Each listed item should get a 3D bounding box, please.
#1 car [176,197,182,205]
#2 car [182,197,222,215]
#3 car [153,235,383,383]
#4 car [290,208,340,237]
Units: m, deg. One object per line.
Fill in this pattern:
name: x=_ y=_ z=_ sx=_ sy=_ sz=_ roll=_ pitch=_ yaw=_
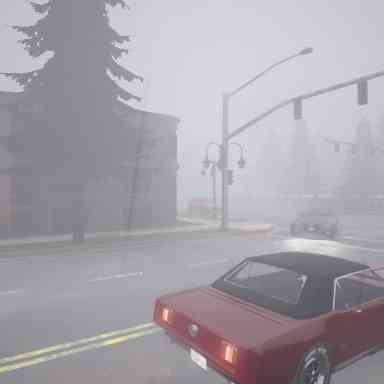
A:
car: x=-3.374 y=1.526 z=60.065 sx=1.812 sy=1.442 sz=4.674 roll=0 pitch=0 yaw=-33
car: x=1.368 y=1.351 z=33.437 sx=2.097 sy=1.767 sz=4.553 roll=0 pitch=0 yaw=-33
car: x=1.919 y=1.601 z=5.001 sx=4.718 sy=1.301 sz=1.895 roll=0 pitch=0 yaw=-34
car: x=6.616 y=1.564 z=17.494 sx=1.994 sy=1.385 sz=4.181 roll=1 pitch=0 yaw=29
